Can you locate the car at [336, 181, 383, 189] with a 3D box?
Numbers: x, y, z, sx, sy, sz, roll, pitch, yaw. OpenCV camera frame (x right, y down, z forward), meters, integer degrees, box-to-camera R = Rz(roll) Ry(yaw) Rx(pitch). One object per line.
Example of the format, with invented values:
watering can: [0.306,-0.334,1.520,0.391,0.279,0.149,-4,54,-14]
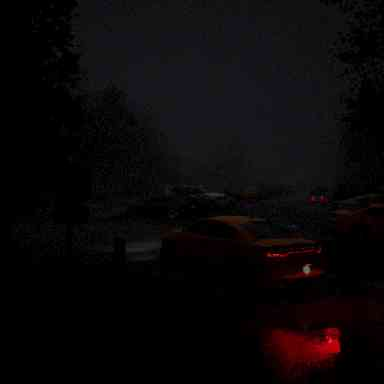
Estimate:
car: [15.529,0.287,29.497,5.566,2.045,2.435,1,3,24]

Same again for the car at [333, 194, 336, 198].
car: [10.980,1.056,19.419,4.792,1.488,2.163,1,3,24]

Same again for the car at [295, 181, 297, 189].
car: [18.200,-1.039,67.802,4.892,1.521,2.231,1,2,24]

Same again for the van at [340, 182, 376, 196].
van: [23.476,-0.458,47.161,4.442,1.987,1.878,1,2,24]

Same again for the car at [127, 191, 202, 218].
car: [-2.098,0.965,22.195,4.792,1.488,2.163,1,3,24]

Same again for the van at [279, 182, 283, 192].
van: [11.552,-0.673,52.532,4.442,1.987,1.878,1,2,24]

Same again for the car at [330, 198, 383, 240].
car: [8.804,1.265,14.463,5.008,1.535,2.097,1,3,24]

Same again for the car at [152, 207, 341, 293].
car: [0.954,1.351,8.625,1.882,1.535,5.008,2,-1,-32]

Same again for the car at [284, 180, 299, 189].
car: [19.163,-1.144,70.410,5.366,1.575,1.946,1,2,24]

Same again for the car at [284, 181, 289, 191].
car: [13.672,-0.617,57.672,4.792,1.488,2.163,1,2,24]

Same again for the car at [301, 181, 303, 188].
car: [22.708,-1.434,77.944,5.008,1.535,2.097,1,2,24]

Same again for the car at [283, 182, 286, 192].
car: [12.545,-0.519,55.136,4.792,1.488,2.163,1,2,24]

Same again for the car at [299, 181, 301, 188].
car: [21.557,-1.461,75.414,4.553,1.767,2.185,1,2,24]

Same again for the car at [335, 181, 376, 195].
car: [25.593,-0.682,52.278,5.566,2.045,2.435,1,2,24]

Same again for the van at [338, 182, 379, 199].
van: [21.016,-0.262,42.178,4.442,1.987,1.878,1,3,24]

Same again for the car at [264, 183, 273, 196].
car: [7.111,-0.035,42.379,5.366,1.575,1.946,1,3,24]

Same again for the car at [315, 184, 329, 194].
car: [22.302,-0.618,56.975,1.882,1.535,5.008,1,2,24]

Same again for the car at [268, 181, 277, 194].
car: [9.221,-0.375,47.502,4.553,1.767,2.185,1,3,24]

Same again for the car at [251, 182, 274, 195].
car: [8.059,-0.145,44.984,4.892,1.521,2.231,1,3,24]

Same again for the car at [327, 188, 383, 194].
car: [13.086,0.776,24.539,5.366,1.575,1.946,1,3,24]

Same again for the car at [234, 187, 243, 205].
car: [1.478,0.569,29.710,5.366,1.575,1.946,1,3,24]

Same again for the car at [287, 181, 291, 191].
car: [14.799,-0.716,60.207,4.792,1.488,2.163,1,2,24]

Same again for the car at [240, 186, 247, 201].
car: [2.442,0.447,32.317,4.892,1.521,2.231,1,3,24]

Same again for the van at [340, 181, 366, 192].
van: [31.398,-1.150,64.985,4.442,1.987,1.878,1,2,24]

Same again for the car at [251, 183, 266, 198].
car: [5.695,0.070,40.108,5.366,1.575,1.946,1,3,24]

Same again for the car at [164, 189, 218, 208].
car: [-0.940,0.814,24.714,5.008,1.535,2.097,1,3,24]

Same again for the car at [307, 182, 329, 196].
car: [18.122,-0.239,47.572,2.128,1.511,4.902,1,2,24]

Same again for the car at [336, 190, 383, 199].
car: [9.961,1.019,16.972,4.553,1.767,2.185,1,3,24]

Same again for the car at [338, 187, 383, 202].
car: [18.953,0.204,37.210,4.792,1.488,2.163,1,3,24]

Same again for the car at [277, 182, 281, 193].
car: [10.345,-0.321,50.041,4.792,1.488,2.163,1,2,24]

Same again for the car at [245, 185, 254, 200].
car: [3.393,0.318,34.929,5.366,1.575,1.946,1,3,24]

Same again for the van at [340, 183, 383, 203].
van: [17.908,0.067,34.633,4.442,1.987,1.878,1,3,24]

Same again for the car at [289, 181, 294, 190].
car: [15.783,-0.849,62.805,5.366,1.575,1.946,1,2,24]

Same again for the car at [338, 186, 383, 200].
car: [20.025,0.099,39.620,4.792,1.488,2.163,1,3,24]

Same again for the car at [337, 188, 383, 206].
car: [16.602,0.445,32.062,4.792,1.488,2.163,1,3,24]

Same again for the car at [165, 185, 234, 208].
car: [0.207,0.441,27.227,5.566,2.045,2.435,1,3,24]

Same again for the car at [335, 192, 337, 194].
car: [12.129,0.945,21.938,4.674,1.452,2.002,1,3,24]

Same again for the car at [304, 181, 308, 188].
car: [26.119,-1.979,85.526,5.566,2.045,2.435,1,2,24]

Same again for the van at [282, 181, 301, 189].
van: [24.860,-1.858,83.051,4.442,1.987,1.878,1,2,24]

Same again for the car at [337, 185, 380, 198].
car: [22.250,-0.136,44.685,5.008,1.535,2.097,1,2,24]

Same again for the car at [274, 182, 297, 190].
car: [20.431,-1.363,72.878,4.553,1.767,2.185,1,2,24]

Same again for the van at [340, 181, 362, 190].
van: [35.895,-1.542,75.104,4.442,1.987,1.878,1,2,24]

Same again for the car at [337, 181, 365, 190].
car: [34.638,-1.472,72.632,5.566,2.045,2.435,1,2,24]

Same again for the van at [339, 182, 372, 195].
van: [24.388,-0.560,49.786,4.442,1.987,1.878,1,2,24]

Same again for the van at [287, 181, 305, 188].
van: [28.233,-2.078,90.644,4.442,1.987,1.878,1,2,24]
